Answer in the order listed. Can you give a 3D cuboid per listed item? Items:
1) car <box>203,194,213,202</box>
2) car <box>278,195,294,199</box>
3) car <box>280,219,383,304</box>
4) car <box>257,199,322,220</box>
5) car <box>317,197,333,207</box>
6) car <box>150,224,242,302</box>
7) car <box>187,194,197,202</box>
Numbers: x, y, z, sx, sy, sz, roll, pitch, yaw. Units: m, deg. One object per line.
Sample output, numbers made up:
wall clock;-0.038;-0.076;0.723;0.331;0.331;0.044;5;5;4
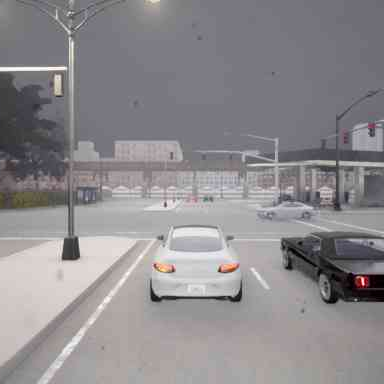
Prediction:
car;3.516;1.252;72.298;2.097;1.767;4.553;0;0;0
car;13.222;1.259;47.651;2.242;1.667;4.611;0;0;0
car;3.589;1.599;8.095;1.895;1.301;4.718;0;0;0
car;7.626;1.506;26.968;4.674;1.442;1.812;0;0;-6
car;18.967;1.431;48.413;1.970;1.475;3.806;0;0;0
car;0.084;1.516;8.112;1.812;1.442;4.674;0;0;0
car;0.016;1.245;72.299;2.097;1.767;4.553;0;0;0
